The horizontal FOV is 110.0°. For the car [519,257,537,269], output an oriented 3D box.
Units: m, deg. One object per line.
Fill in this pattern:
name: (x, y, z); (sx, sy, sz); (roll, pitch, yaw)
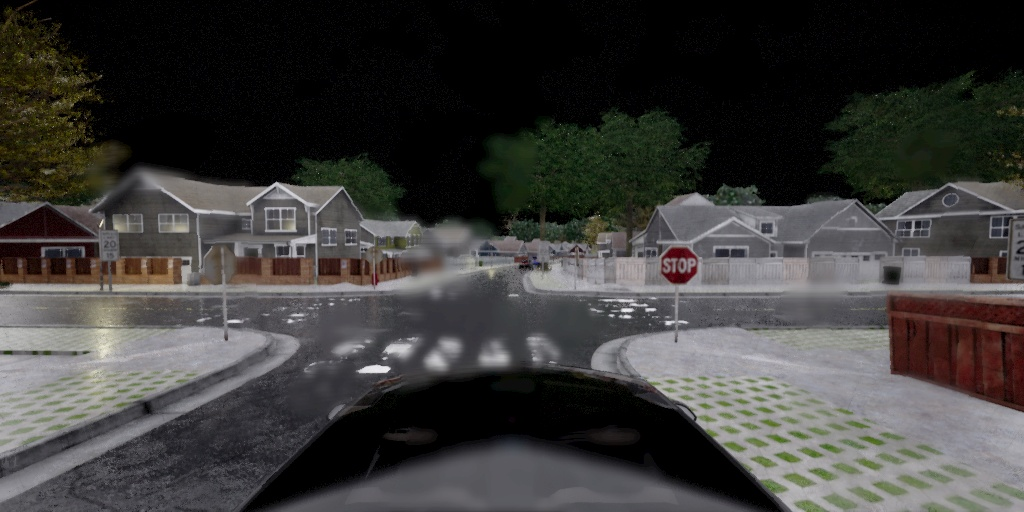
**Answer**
car: (2.318, 1.307, 56.956); (1.837, 1.490, 4.892); (0, 0, 11)
